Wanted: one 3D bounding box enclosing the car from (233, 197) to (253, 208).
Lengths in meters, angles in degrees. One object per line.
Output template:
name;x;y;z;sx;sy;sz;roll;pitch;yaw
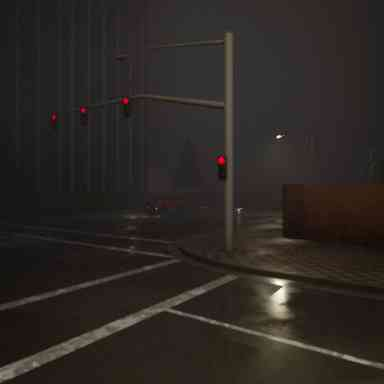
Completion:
car;7.342;1.540;49.308;1.837;1.490;4.892;0;0;35

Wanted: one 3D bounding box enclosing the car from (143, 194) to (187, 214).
car;-2.747;1.219;35.207;2.150;2.045;5.566;0;0;35
